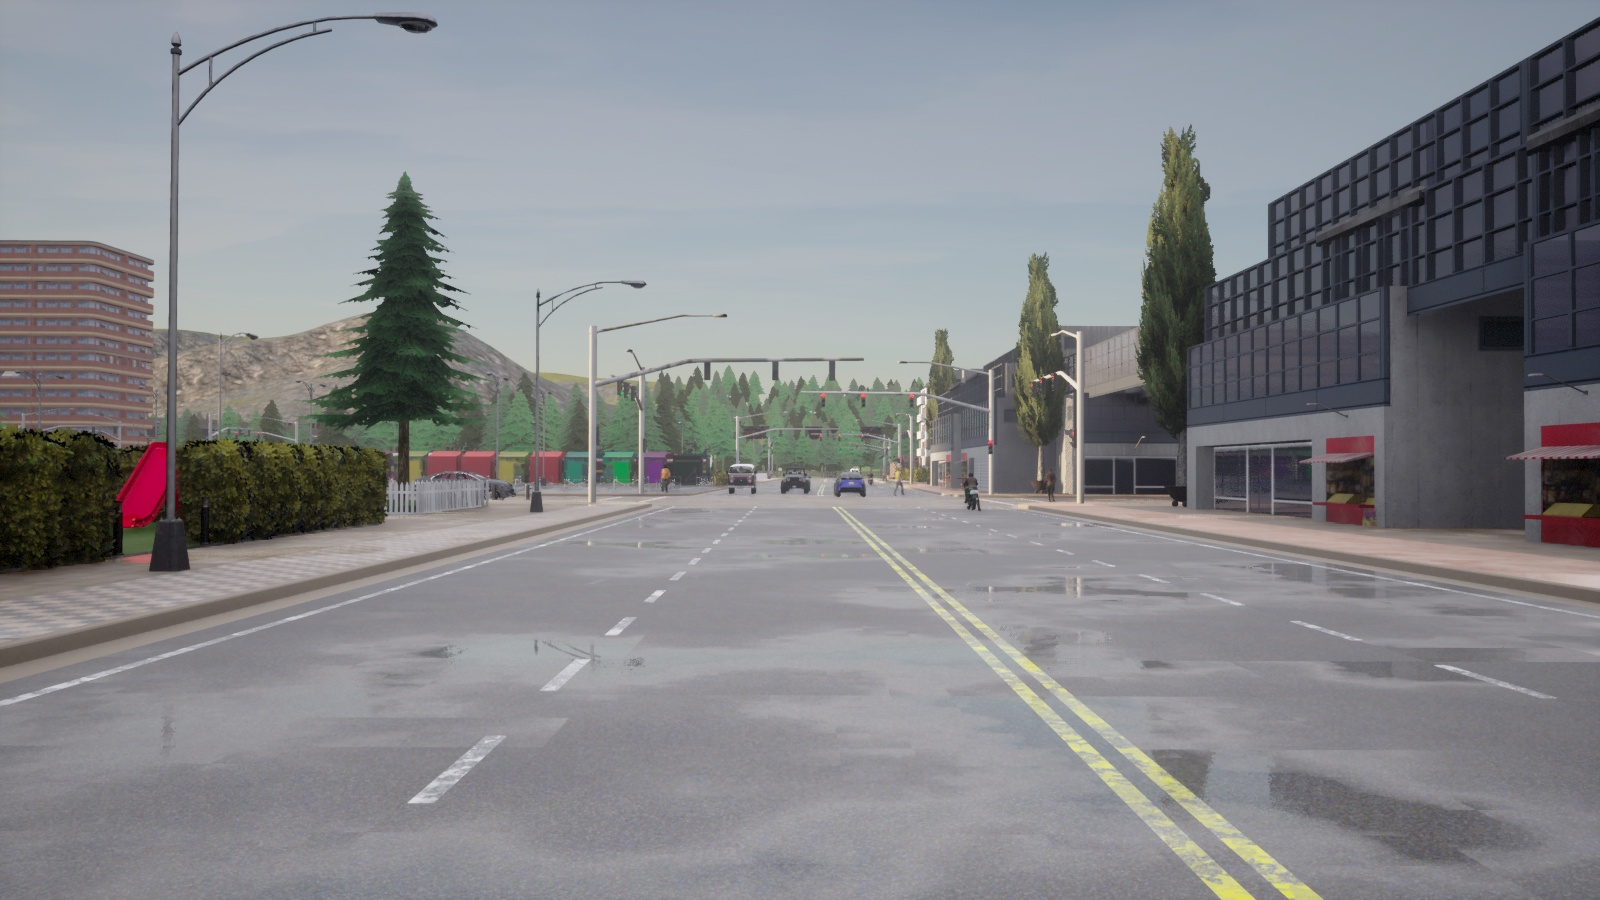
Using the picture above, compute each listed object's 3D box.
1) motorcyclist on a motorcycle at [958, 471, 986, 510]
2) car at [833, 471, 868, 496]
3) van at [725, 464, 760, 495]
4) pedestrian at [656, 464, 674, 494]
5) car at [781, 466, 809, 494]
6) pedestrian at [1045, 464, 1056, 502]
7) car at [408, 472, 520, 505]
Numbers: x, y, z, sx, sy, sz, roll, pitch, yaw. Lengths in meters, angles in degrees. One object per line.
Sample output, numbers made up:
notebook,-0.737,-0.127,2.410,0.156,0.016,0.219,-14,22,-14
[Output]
motorcyclist on a motorcycle,6.870,1.612,50.285,0.797,1.523,2.044,0,-1,0
car,3.097,2.052,77.764,2.007,1.525,4.514,0,-1,0
van,-3.870,1.979,85.083,2.069,2.038,4.480,0,-1,1
pedestrian,-8.376,1.813,77.978,0.874,1.855,0.900,0,-1,14
car,-0.334,2.079,87.593,1.905,1.878,3.866,0,-1,1
pedestrian,11.917,1.556,59.754,0.328,1.805,0.869,0,-1,-1
car,-16.275,1.858,61.007,4.902,1.511,2.128,0,-1,0
